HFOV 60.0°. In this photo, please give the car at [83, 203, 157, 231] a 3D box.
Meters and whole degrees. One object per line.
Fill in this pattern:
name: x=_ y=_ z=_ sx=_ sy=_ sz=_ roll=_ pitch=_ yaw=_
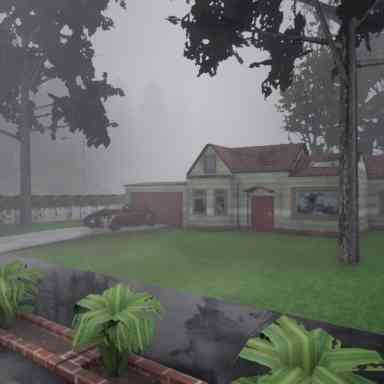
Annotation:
car: x=-3.849 y=1.299 z=18.360 sx=1.994 sy=1.381 sz=4.181 roll=0 pitch=0 yaw=35
